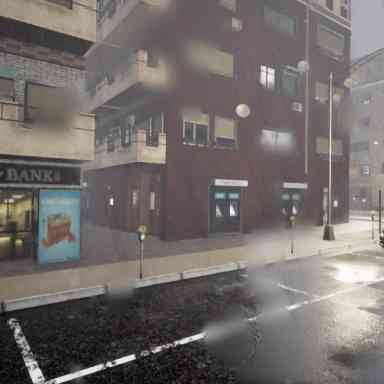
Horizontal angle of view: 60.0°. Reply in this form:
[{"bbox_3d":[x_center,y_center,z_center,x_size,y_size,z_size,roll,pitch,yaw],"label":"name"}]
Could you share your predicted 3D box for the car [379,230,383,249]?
[{"bbox_3d":[9.077,1.554,13.107,4.403,1.369,2.008,0,1,-35],"label":"car"}]
